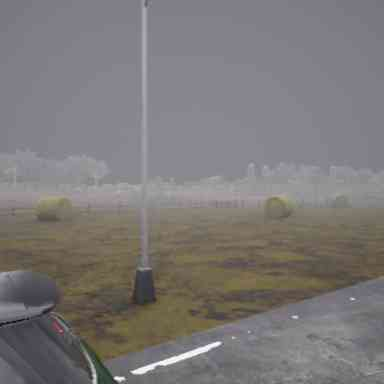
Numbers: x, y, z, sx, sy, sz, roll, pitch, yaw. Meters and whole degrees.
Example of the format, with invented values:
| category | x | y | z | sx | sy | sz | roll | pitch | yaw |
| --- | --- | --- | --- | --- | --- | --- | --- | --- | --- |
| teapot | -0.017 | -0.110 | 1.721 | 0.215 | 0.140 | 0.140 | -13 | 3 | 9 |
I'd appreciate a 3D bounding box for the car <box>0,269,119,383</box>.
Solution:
| category | x | y | z | sx | sy | sz | roll | pitch | yaw |
| --- | --- | --- | --- | --- | --- | --- | --- | --- | --- |
| car | -2.490 | 1.351 | 1.294 | 4.553 | 1.767 | 2.097 | 0 | 0 | -36 |
